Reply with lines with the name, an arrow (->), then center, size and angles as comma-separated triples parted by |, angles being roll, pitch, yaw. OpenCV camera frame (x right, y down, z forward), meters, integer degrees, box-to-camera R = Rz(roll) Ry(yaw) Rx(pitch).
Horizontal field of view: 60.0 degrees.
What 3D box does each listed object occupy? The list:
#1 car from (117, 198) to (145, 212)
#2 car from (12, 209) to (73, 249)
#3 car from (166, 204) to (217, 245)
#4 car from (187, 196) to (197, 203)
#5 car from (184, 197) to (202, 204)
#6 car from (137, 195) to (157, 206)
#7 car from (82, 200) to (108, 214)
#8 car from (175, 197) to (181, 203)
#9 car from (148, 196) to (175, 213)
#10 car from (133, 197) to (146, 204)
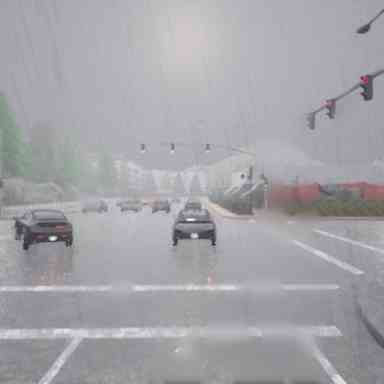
car -> -7.079, 1.681, 39.162 | 1.895, 1.301, 4.718 | 0, 0, 0
car -> -6.654, 1.516, 14.698 | 1.837, 1.490, 4.892 | 2, -1, -34
car -> 0.103, 1.516, 15.531 | 2.128, 1.511, 4.902 | 0, 0, 0
car -> 0.018, 1.700, 72.914 | 1.994, 1.385, 4.181 | 0, 0, 0
car -> 0.110, 1.582, 38.271 | 1.837, 1.490, 4.892 | 0, 0, 0
car -> -7.052, 1.584, 52.245 | 1.882, 1.535, 5.008 | 0, 0, 0
car -> -10.586, 1.601, 36.579 | 1.812, 1.442, 4.674 | 0, 0, 0
car -> -3.482, 1.687, 72.374 | 2.033, 1.411, 5.357 | 0, 0, 0
car -> -3.389, 1.569, 38.115 | 2.128, 1.511, 4.902 | 0, 0, 0
car -> -10.488, 1.689, 66.804 | 1.994, 1.385, 4.181 | 0, 0, 0
